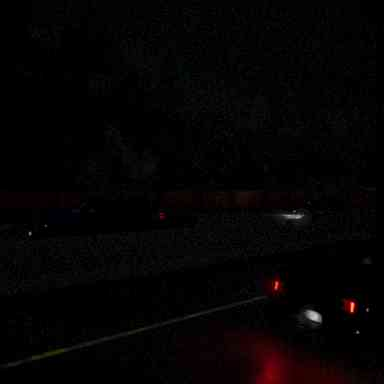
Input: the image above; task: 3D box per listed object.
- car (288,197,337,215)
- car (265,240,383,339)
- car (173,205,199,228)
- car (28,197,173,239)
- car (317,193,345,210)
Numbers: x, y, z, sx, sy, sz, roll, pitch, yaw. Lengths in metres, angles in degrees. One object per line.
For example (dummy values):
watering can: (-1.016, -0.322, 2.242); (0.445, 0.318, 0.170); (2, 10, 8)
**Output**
car: (12.225, 1.539, 34.209); (5.357, 1.411, 2.033); (0, 0, -35)
car: (3.663, 1.599, 6.361); (4.718, 1.301, 1.895); (0, 0, -36)
car: (-1.725, 1.523, 19.953); (4.674, 1.442, 1.812); (0, 0, -35)
car: (-3.838, 1.222, 14.152); (5.566, 2.045, 2.150); (0, 0, -36)
car: (16.994, 1.211, 41.902); (5.566, 2.045, 2.150); (0, 0, -35)
